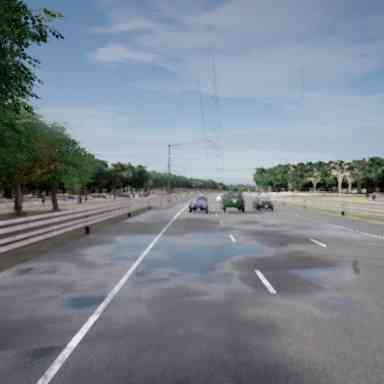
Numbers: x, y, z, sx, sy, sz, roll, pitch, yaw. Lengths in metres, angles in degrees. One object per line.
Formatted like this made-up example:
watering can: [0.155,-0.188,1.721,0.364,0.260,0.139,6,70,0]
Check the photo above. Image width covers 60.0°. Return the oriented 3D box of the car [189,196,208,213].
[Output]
car: [0.708,1.385,34.214,1.895,1.301,4.718,0,0,2]

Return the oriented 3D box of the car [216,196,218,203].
car: [5.350,1.151,60.327,1.812,1.442,4.674,0,0,4]

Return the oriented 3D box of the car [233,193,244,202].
car: [9.114,1.076,65.532,1.882,1.535,5.008,0,0,4]

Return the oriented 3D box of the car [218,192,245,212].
car: [4.236,1.003,35.005,2.150,2.045,5.566,0,0,2]

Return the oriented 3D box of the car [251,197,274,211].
car: [7.824,1.298,36.943,1.812,1.442,4.674,0,0,2]

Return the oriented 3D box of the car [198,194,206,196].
car: [1.816,1.149,59.961,1.812,1.442,4.674,0,0,4]
